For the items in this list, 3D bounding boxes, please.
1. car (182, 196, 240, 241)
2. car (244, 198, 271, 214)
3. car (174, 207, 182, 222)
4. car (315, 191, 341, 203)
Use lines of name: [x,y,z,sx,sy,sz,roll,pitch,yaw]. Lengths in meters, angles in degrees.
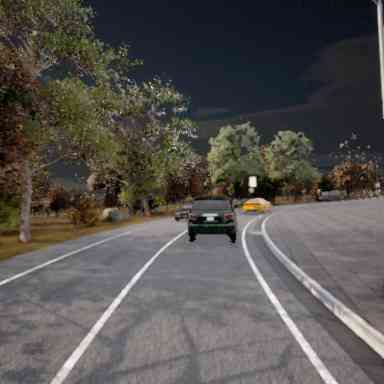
car: [1.158,1.212,16.666,2.150,2.045,5.566,-1,0,8]
car: [6.801,1.386,34.327,1.882,1.535,5.008,-3,-1,25]
car: [0.071,1.624,26.630,1.994,1.385,4.181,-2,-1,18]
car: [24.640,0.859,60.211,5.566,2.045,2.150,-2,-4,-35]
